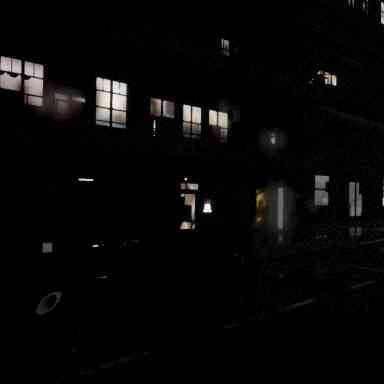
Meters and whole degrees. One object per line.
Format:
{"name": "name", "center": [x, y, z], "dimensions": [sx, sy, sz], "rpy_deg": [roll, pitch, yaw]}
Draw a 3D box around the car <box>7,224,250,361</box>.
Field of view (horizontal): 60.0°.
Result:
{"name": "car", "center": [-0.942, 1.441, 5.876], "dimensions": [4.097, 1.590, 1.967], "rpy_deg": [0, 1, -36]}
